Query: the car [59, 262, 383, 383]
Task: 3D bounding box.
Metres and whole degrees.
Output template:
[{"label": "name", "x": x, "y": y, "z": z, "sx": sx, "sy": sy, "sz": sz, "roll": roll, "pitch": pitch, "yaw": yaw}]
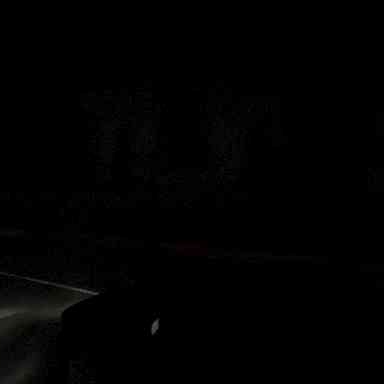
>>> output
[{"label": "car", "x": 0.747, "y": 1.469, "z": 3.236, "sx": 5.008, "sy": 1.535, "sz": 1.882, "roll": 0, "pitch": 0, "yaw": 35}]
